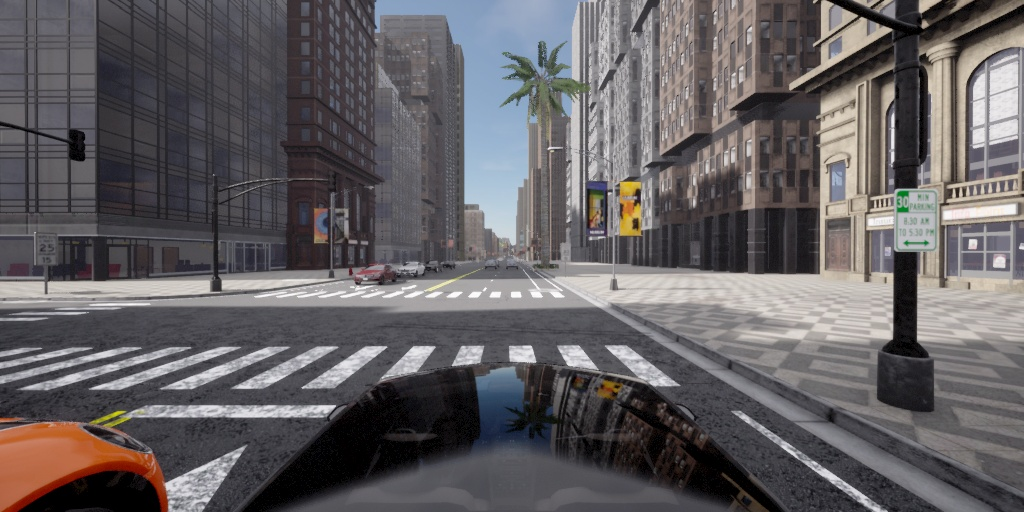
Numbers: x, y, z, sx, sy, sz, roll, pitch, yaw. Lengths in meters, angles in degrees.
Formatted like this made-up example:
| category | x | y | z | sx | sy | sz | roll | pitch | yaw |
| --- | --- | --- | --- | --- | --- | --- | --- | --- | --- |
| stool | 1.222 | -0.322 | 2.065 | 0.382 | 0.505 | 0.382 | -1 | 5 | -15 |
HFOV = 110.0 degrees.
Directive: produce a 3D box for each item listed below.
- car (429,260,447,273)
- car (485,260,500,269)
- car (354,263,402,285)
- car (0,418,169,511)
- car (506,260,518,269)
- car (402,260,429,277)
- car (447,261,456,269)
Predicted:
| category | x | y | z | sx | sy | sz | roll | pitch | yaw |
| --- | --- | --- | --- | --- | --- | --- | --- | --- | --- |
| car | -9.836 | 1.274 | 44.536 | 1.837 | 1.490 | 4.892 | 0 | 0 | 0 |
| car | -3.236 | 1.335 | 55.749 | 2.033 | 1.411 | 5.357 | 0 | 0 | 0 |
| car | -9.846 | 1.281 | 26.288 | 1.812 | 1.442 | 4.674 | 0 | 0 | -1 |
| car | -3.150 | 1.102 | 0.269 | 2.097 | 1.767 | 4.553 | 0 | 0 | 0 |
| car | 0.014 | 1.335 | 55.747 | 2.033 | 1.411 | 5.357 | 0 | 0 | 0 |
| car | -9.839 | 1.286 | 35.280 | 1.812 | 1.442 | 4.674 | 0 | 0 | 0 |
| car | -9.791 | 1.386 | 54.836 | 1.895 | 1.301 | 4.718 | 0 | 0 | 0 |
